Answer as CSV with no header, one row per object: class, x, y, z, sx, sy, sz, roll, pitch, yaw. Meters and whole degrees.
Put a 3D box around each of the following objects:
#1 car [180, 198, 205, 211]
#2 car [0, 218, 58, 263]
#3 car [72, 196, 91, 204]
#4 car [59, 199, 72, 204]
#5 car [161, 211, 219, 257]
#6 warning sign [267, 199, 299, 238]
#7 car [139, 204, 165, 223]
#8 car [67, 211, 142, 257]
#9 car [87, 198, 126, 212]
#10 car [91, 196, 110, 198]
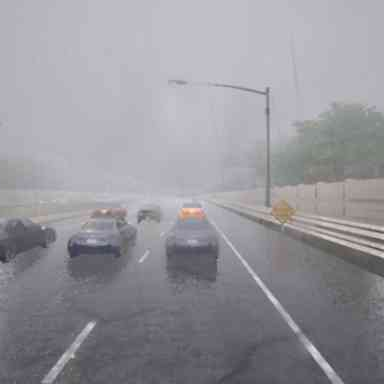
car,0.025,1.640,28.435,2.097,1.767,4.553,0,-1,0
car,-6.986,1.676,12.528,2.033,1.411,5.357,0,-1,0
car,-20.991,1.883,65.294,2.150,2.045,5.566,0,0,0
car,-24.491,2.184,65.281,2.128,1.511,4.902,0,-1,0
car,0.026,1.703,13.505,1.994,1.385,4.181,0,0,0
warning sign,4.546,1.286,16.679,1.300,1.860,1.060,0,-1,0
car,-3.473,1.797,28.516,1.837,1.490,4.892,0,0,1
car,-3.474,1.704,13.608,1.994,1.385,4.181,0,0,0
car,-6.974,1.640,28.433,2.097,1.767,4.553,0,-1,0
car,-17.493,1.881,65.444,2.150,2.045,5.566,0,0,0
